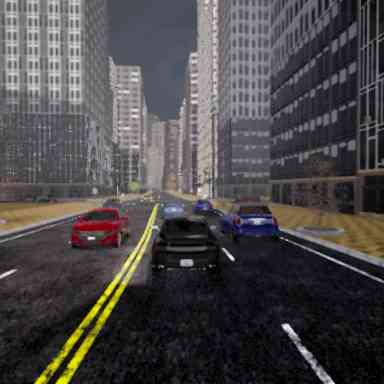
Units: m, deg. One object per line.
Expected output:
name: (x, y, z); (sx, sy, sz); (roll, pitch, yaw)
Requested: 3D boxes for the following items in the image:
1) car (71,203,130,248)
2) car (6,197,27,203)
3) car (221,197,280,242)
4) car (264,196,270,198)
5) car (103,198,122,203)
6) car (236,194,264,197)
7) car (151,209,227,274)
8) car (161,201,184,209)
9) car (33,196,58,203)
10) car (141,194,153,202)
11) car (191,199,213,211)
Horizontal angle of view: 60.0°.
car: (-3.937, 1.464, 14.945); (1.882, 1.535, 5.008); (0, 0, -4)
car: (-33.406, 1.391, 62.512); (4.206, 1.307, 1.802); (0, 1, -4)
car: (2.649, 1.311, 16.330); (2.097, 1.767, 4.553); (0, 0, -4)
car: (15.895, 1.417, 74.742); (4.829, 1.417, 1.752); (0, 1, -4)
car: (-9.350, 1.461, 39.403); (1.837, 1.490, 4.892); (0, 0, -5)
car: (11.076, 1.333, 65.972); (5.009, 1.841, 2.192); (0, 1, -4)
car: (-0.240, 1.485, 10.519); (1.837, 1.490, 4.892); (0, 0, -3)
car: (-1.663, 1.496, 28.953); (2.033, 1.411, 5.357); (0, 0, -5)
car: (-27.734, 1.403, 62.904); (4.313, 1.339, 1.947); (0, 1, -4)
car: (-7.537, 1.096, 56.027); (1.882, 1.535, 5.008); (0, 0, -5)
car: (1.080, 1.450, 34.551); (1.812, 1.442, 4.674); (0, 0, -5)
